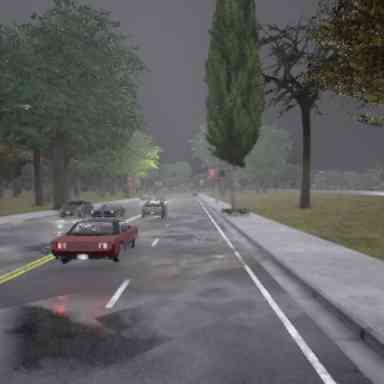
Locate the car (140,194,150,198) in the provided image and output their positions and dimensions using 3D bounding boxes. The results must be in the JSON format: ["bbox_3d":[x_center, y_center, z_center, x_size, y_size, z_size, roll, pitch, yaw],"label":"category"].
[{"bbox_3d":[-9.751,1.212,69.800,1.812,1.442,4.674,0,0,0],"label":"car"}]

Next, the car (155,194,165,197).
[{"bbox_3d":[-6.502,1.242,67.944,1.837,1.490,4.892,0,0,0],"label":"car"}]

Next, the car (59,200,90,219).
[{"bbox_3d":[-9.847,1.450,28.789,1.837,1.490,4.892,0,0,0],"label":"car"}]

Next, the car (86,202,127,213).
[{"bbox_3d":[-6.600,1.554,26.648,1.895,1.301,4.718,0,0,0],"label":"car"}]

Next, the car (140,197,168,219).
[{"bbox_3d":[-3.154,1.436,28.898,2.128,1.511,4.902,0,0,0],"label":"car"}]

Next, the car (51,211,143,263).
[{"bbox_3d":[-3.154,1.592,11.867,1.895,1.301,4.718,0,0,0],"label":"car"}]
